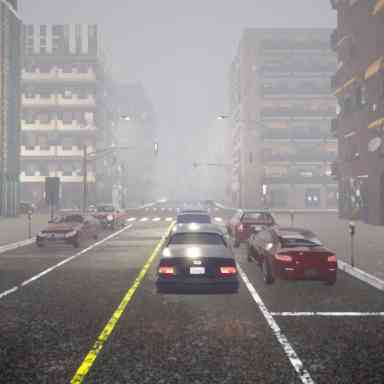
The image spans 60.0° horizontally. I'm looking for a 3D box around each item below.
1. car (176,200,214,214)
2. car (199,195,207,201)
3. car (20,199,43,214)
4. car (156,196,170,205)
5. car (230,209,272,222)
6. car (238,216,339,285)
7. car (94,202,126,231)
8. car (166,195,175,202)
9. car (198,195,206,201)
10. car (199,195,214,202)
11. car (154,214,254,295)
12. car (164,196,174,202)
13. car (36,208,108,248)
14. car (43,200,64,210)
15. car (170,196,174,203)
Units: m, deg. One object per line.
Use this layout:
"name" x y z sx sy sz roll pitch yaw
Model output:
"car" 0.100 1.482 19.529 1.882 1.535 5.008 0 0 0
"car" 2.607 1.554 81.235 1.887 1.381 4.507 1 0 0
"car" -17.549 1.240 31.827 5.009 1.841 2.192 0 -1 0
"car" -5.283 1.533 58.354 1.752 1.417 4.829 1 0 0
"car" 2.581 1.443 14.781 1.967 1.590 4.097 1 0 0
"car" 2.577 1.584 9.231 1.802 1.307 4.206 1 0 0
"car" -5.305 1.444 20.311 1.967 1.590 4.097 1 0 0
"car" -5.274 1.554 81.208 1.887 1.381 4.507 1 0 0
"car" 2.609 1.560 86.905 2.008 1.369 4.403 1 0 0
"car" 2.595 1.558 52.880 2.008 1.369 4.403 1 0 0
"car" 0.104 1.549 8.887 2.033 1.411 5.357 0 0 0
"car" -5.276 1.575 75.537 1.947 1.339 4.313 1 0 0
"car" -5.305 1.585 14.762 1.802 1.307 4.206 1 0 0
"car" -17.608 1.589 39.703 4.313 1.339 1.947 0 -1 0
"car" -5.278 1.534 69.696 1.752 1.417 4.829 1 0 0
